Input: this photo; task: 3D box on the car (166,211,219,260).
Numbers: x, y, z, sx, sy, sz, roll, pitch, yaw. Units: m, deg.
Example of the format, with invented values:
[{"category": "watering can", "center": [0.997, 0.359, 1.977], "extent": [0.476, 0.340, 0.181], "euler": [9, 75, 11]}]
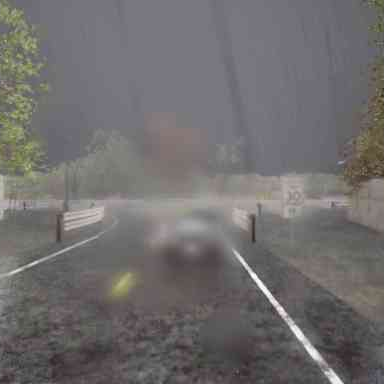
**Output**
[{"category": "car", "center": [0.037, 1.682, 12.982], "extent": [1.812, 1.442, 4.674], "euler": [0, 0, 0]}]

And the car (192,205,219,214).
[{"category": "car", "center": [1.150, 1.817, 28.222], "extent": [1.882, 1.535, 5.008], "euler": [0, 0, 12]}]
